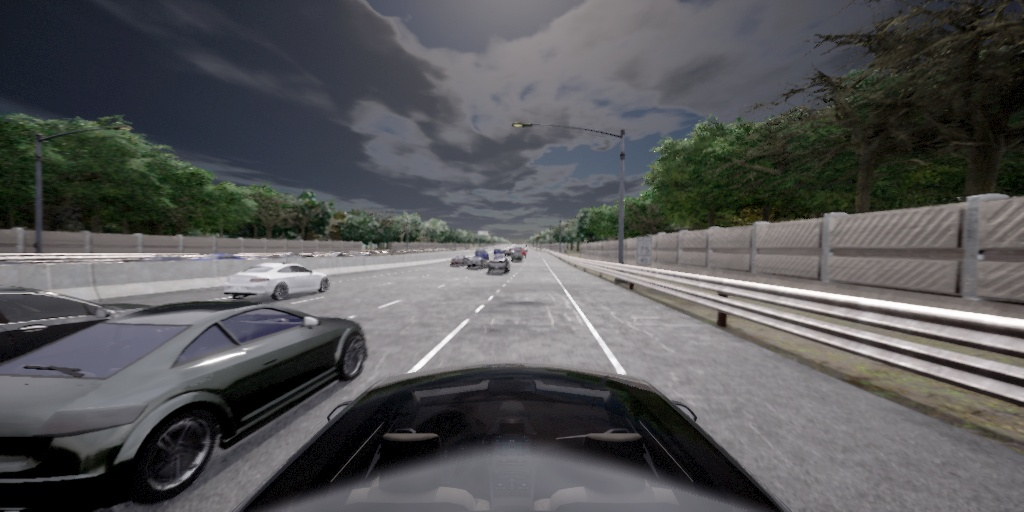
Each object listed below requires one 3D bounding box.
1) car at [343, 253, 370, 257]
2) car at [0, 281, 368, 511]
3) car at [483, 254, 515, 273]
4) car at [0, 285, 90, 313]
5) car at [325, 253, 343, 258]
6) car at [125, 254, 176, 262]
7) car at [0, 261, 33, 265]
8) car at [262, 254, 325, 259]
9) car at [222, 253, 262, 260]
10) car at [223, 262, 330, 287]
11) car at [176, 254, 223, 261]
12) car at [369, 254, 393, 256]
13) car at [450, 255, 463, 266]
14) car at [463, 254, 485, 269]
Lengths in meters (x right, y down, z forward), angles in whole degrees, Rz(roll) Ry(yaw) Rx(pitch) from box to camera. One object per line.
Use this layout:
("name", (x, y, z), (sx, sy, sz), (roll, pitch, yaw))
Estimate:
("car", (-21.250, 0.354, 50.739), (2.128, 1.511, 4.902), (1, 1, 4))
("car", (-3.520, 1.235, 4.388), (1.994, 1.385, 4.181), (1, 1, 4))
("car", (-1.234, 0.855, 35.505), (2.128, 1.511, 4.902), (1, 1, 4))
("car", (-7.013, 1.123, 4.613), (1.837, 1.490, 4.892), (1, 1, 4))
("car", (-24.782, 0.345, 50.402), (1.812, 1.442, 4.674), (1, 1, 4))
("car", (-29.749, 0.564, 30.430), (2.033, 1.411, 5.357), (1, 1, 4))
("car", (-20.441, 0.891, 13.982), (1.994, 1.385, 4.181), (1, 1, 4))
("car", (-19.125, 0.657, 31.722), (1.837, 1.490, 4.892), (1, 1, 4))
("car", (-22.634, 0.668, 31.706), (1.994, 1.385, 4.181), (1, 1, 4))
("car", (-9.726, 0.991, 15.221), (1.812, 1.442, 4.674), (1, 1, 4))
("car", (-26.137, 0.531, 31.739), (1.882, 1.535, 5.008), (1, 0, 4))
("car", (-17.757, 0.514, 50.486), (1.895, 1.301, 4.718), (1, 1, 4))
("car", (-7.231, 0.609, 50.296), (2.033, 1.411, 5.357), (1, 1, 4))
("car", (-4.173, 0.766, 43.688), (2.033, 1.411, 5.357), (1, 1, 4))
